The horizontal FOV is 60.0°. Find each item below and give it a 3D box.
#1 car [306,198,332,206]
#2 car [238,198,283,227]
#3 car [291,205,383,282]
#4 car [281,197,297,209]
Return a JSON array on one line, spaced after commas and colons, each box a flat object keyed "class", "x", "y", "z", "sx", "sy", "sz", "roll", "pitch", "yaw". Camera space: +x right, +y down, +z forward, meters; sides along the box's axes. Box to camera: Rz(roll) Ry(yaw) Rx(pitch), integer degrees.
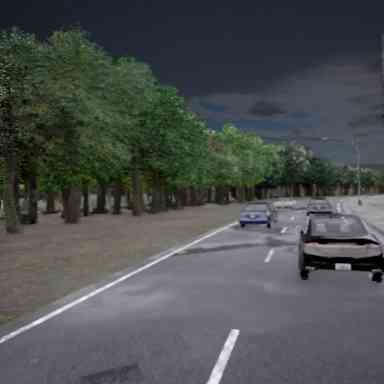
[{"class": "car", "x": 10.166, "y": 1.187, "z": 26.616, "sx": 2.033, "sy": 1.411, "sz": 5.357, "roll": -2, "pitch": 0, "yaw": 21}, {"class": "car", "x": 4.297, "y": 1.393, "z": 21.143, "sx": 2.033, "sy": 1.411, "sz": 5.357, "roll": -2, "pitch": 0, "yaw": 21}, {"class": "car", "x": 3.979, "y": 1.363, "z": 9.412, "sx": 2.128, "sy": 1.511, "sz": 4.902, "roll": -2, "pitch": 0, "yaw": 18}, {"class": "car", "x": 10.156, "y": 1.240, "z": 36.054, "sx": 1.895, "sy": 1.301, "sz": 4.718, "roll": -2, "pitch": 0, "yaw": 24}]
